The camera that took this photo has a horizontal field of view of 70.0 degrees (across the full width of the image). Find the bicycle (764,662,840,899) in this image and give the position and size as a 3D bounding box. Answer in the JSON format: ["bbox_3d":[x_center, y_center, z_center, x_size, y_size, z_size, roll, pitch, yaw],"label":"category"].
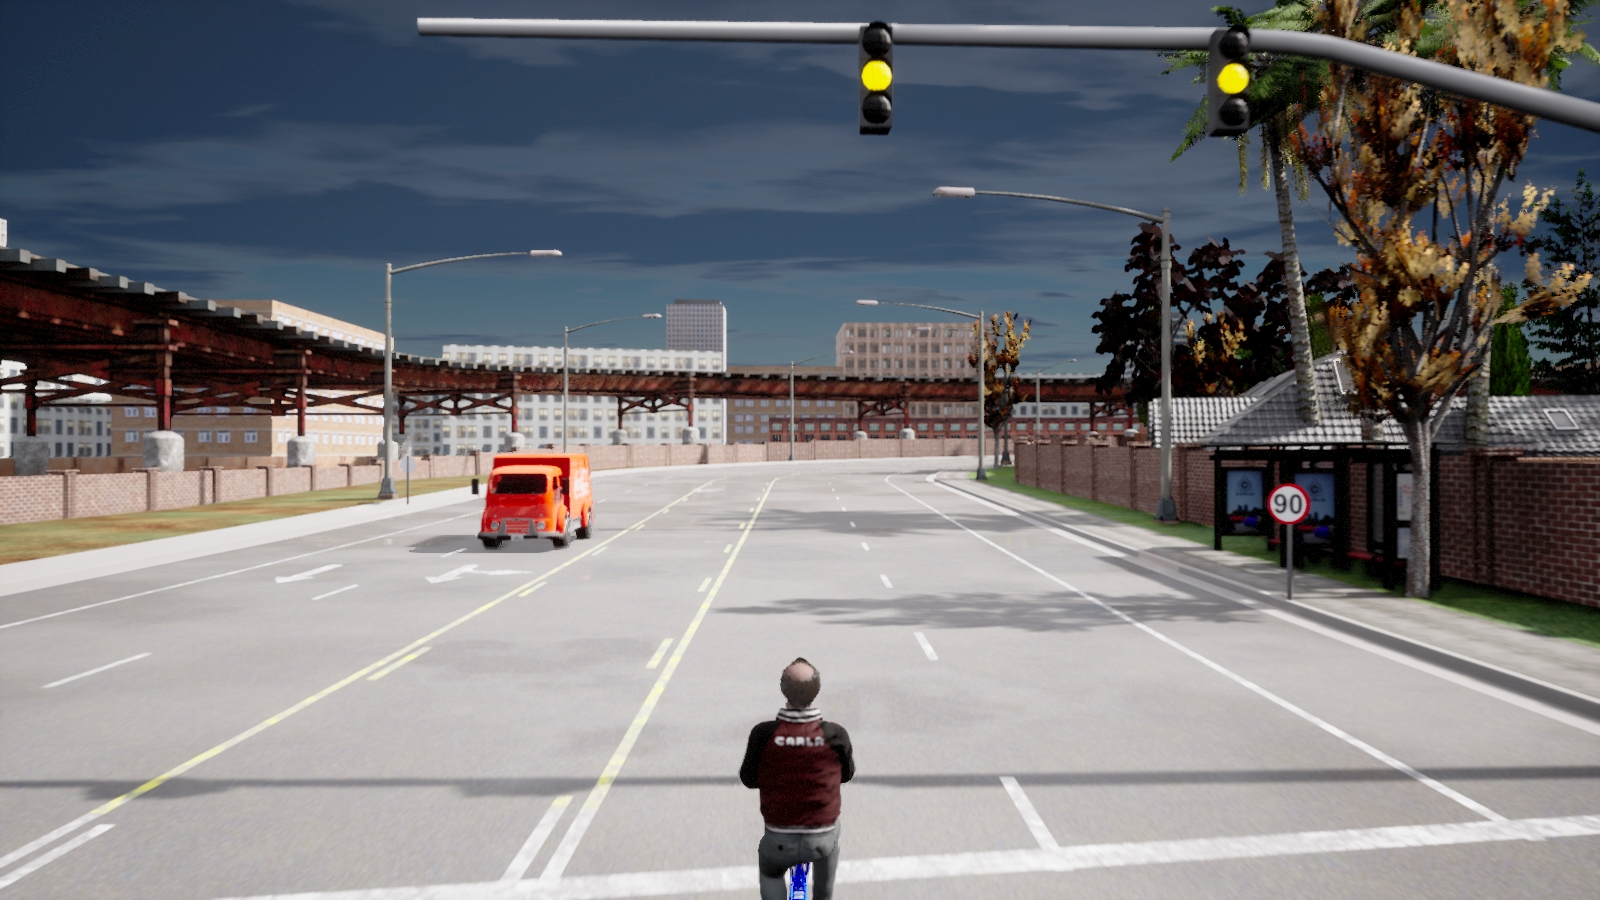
[{"bbox_3d":[0.013,2.012,5.847,0.329,1.496,1.835,0,0,0],"label":"bicycle"}]

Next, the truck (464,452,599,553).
[{"bbox_3d":[-7.176,1.314,31.243,2.627,2.467,5.204,0,1,-2],"label":"truck"}]
